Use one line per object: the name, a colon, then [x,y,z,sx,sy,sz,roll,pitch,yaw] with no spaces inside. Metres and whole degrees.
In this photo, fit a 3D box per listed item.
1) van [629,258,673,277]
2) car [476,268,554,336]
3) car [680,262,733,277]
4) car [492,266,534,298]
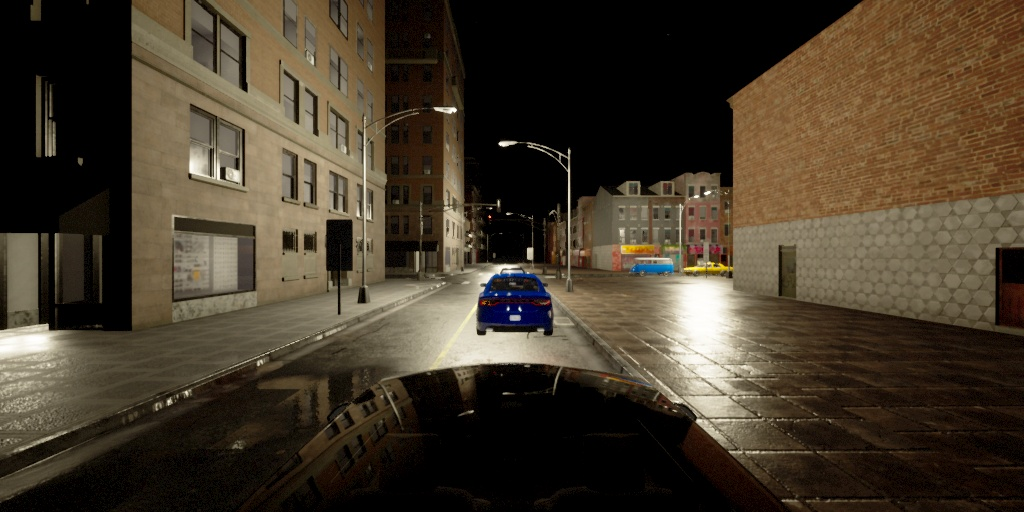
van: [13.610,1.085,35.015,3.998,1.789,1.690,0,0,0]
car: [0.067,1.227,10.455,1.882,1.535,5.008,0,0,0]
car: [19.051,1.265,35.028,4.829,1.417,1.751,0,0,0]
car: [0.032,1.312,19.224,1.994,1.385,4.181,0,0,0]
